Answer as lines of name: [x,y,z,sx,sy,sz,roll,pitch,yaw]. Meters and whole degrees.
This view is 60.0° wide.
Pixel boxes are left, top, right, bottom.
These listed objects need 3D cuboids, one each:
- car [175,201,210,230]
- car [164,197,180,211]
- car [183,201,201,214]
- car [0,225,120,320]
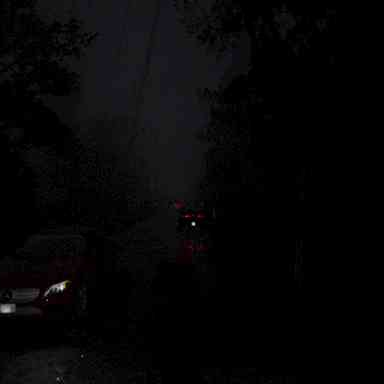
car: [0.079,1.596,21.672,1.837,1.490,4.892,0,0,0]
car: [-2.978,1.805,50.734,2.150,2.045,5.566,0,-2,0]
car: [0.003,1.854,40.682,2.128,1.511,4.902,0,-1,0]
car: [-2.851,1.530,7.436,1.812,1.442,4.674,0,0,0]
